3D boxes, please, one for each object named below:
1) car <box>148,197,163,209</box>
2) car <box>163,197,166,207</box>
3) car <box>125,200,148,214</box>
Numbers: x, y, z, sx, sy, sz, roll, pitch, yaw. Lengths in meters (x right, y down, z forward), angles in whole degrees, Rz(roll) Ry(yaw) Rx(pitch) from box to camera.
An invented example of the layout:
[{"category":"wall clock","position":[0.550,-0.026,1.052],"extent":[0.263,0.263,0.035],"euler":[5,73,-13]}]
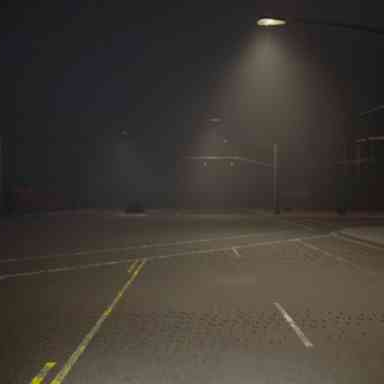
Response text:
[{"category":"car","position":[-7.043,2.015,60.042],"extent":[2.150,2.045,5.566],"euler":[0,-1,0]},{"category":"car","position":[-7.029,2.193,73.398],"extent":[2.150,2.045,5.566],"euler":[0,-1,0]},{"category":"car","position":[-7.100,1.970,41.890],"extent":[1.812,1.442,4.674],"euler":[0,0,0]}]
